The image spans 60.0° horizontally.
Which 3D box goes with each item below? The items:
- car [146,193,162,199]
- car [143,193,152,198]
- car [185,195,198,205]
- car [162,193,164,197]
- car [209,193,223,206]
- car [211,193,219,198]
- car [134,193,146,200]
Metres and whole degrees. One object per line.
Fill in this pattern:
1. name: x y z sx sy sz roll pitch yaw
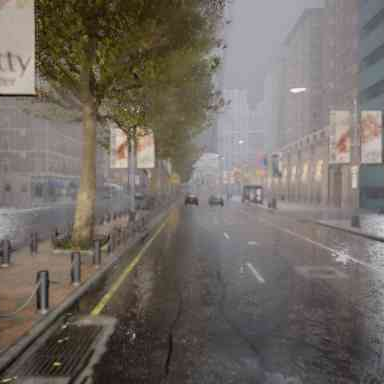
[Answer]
1. car: -8.272 0.882 72.772 2.097 1.767 4.553 0 0 0
2. car: -11.832 0.973 88.563 1.994 1.385 4.181 0 0 0
3. car: -0.092 1.141 51.166 1.882 1.535 5.008 0 0 0
4. car: -8.332 0.918 88.576 1.837 1.490 4.892 0 0 0
5. car: 3.422 1.174 47.818 2.128 1.511 4.902 0 0 0
6. car: 6.399 0.976 93.381 1.895 1.301 4.718 0 0 0
7. car: -11.772 1.007 72.729 1.882 1.535 5.008 0 0 0
